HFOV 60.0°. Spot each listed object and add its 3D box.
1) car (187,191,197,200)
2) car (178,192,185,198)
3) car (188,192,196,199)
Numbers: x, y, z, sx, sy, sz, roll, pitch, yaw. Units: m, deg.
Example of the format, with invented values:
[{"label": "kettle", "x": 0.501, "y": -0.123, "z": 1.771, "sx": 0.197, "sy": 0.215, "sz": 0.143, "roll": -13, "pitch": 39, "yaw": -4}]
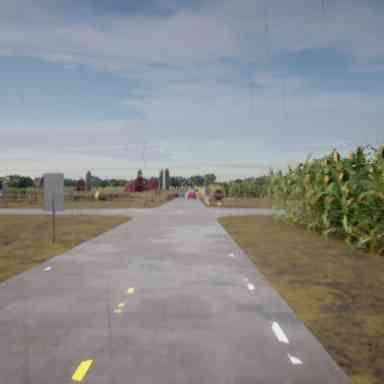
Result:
[{"label": "car", "x": 0.007, "y": 0.878, "z": 81.059, "sx": 2.150, "sy": 2.045, "sz": 5.566, "roll": 0, "pitch": 0, "yaw": 0}, {"label": "car", "x": -2.743, "y": 0.794, "z": 86.437, "sx": 2.033, "sy": 1.411, "sz": 5.357, "roll": 0, "pitch": 0, "yaw": 0}, {"label": "car", "x": 0.008, "y": 0.881, "z": 91.420, "sx": 2.097, "sy": 1.767, "sz": 4.553, "roll": 0, "pitch": 0, "yaw": 0}]
